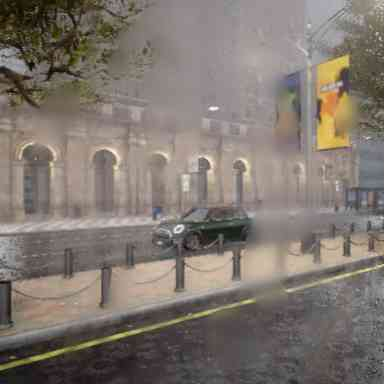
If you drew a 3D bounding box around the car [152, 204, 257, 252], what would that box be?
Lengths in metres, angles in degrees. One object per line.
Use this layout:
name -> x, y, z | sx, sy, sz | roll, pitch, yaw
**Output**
car -> 0.582, 1.380, 14.158 | 4.553, 1.767, 2.097 | 0, 0, -35
